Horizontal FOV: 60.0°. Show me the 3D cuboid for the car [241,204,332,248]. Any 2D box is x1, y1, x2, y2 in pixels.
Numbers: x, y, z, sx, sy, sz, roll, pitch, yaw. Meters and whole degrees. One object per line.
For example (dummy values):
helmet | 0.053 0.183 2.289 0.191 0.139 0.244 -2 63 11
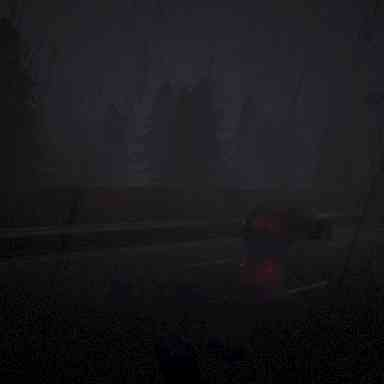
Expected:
car | 4.499 1.442 15.552 4.553 1.767 2.097 1 0 -35
